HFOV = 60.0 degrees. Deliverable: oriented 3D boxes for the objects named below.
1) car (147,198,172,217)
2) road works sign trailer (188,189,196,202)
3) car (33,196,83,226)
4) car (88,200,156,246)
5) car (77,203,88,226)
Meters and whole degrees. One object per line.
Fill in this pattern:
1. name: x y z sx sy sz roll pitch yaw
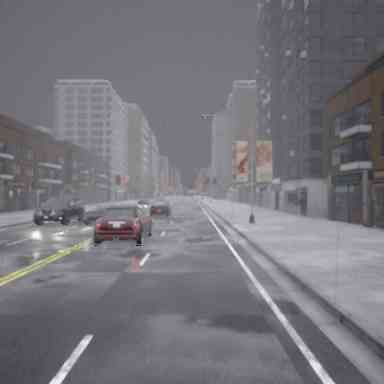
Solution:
1. car: -3.126 1.664 33.918 1.882 1.535 5.008 0 0 0
2. road works sign trailer: 0.040 0.980 93.046 2.380 3.560 2.880 0 0 0
3. car: -9.839 1.360 25.171 2.150 2.045 5.566 0 0 0
4. car: -3.145 1.440 16.017 2.097 1.767 4.553 0 0 0
5. car: -6.589 1.686 25.090 2.033 1.411 5.357 0 0 0
